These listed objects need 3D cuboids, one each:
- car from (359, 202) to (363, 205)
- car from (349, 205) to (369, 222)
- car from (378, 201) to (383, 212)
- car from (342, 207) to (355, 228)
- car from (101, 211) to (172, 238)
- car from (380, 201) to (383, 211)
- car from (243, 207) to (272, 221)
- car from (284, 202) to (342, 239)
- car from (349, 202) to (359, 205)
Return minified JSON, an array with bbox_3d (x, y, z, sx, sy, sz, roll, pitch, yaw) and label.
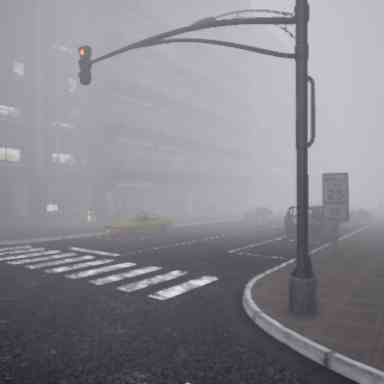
[{"bbox_3d":[42.466,3.275,84.874,1.947,1.339,4.313,-1,-2,35],"label":"car"},{"bbox_3d":[16.832,2.281,33.751,1.802,1.307,4.206,-1,-2,35],"label":"car"},{"bbox_3d":[33.081,2.516,56.947,2.192,1.841,5.009,-1,-2,35],"label":"car"},{"bbox_3d":[10.331,2.042,24.476,1.887,1.381,4.507,-1,-2,35],"label":"car"},{"bbox_3d":[-3.138,1.836,19.802,1.752,1.417,4.829,-1,-2,35],"label":"car"},{"bbox_3d":[36.332,2.615,61.586,2.192,1.841,5.009,-1,-2,35],"label":"car"},{"bbox_3d":[6.711,2.164,33.855,1.887,1.381,4.507,-1,-2,35],"label":"car"},{"bbox_3d":[7.079,1.710,19.845,2.192,1.841,5.009,-1,-2,35],"label":"car"},{"bbox_3d":[35.964,3.061,75.597,1.887,1.381,4.507,-1,-2,35],"label":"car"}]
